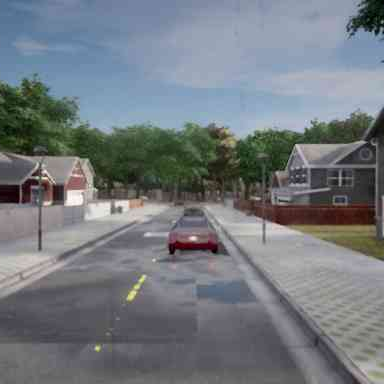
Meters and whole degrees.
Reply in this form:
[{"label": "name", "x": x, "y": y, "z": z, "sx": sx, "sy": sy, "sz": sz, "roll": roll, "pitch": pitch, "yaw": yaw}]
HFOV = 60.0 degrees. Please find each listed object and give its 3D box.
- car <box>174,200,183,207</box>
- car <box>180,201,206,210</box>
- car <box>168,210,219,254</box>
[{"label": "car", "x": -2.448, "y": 2.149, "z": 63.598, "sx": 1.895, "sy": 1.301, "sz": 4.718, "roll": 0, "pitch": -1, "yaw": 0}, {"label": "car", "x": 0.138, "y": 1.773, "z": 29.270, "sx": 1.837, "sy": 1.490, "sz": 4.892, "roll": 0, "pitch": 0, "yaw": 1}, {"label": "car", "x": 0.064, "y": 1.696, "z": 14.249, "sx": 1.994, "sy": 1.385, "sz": 4.181, "roll": 0, "pitch": 0, "yaw": 1}]
